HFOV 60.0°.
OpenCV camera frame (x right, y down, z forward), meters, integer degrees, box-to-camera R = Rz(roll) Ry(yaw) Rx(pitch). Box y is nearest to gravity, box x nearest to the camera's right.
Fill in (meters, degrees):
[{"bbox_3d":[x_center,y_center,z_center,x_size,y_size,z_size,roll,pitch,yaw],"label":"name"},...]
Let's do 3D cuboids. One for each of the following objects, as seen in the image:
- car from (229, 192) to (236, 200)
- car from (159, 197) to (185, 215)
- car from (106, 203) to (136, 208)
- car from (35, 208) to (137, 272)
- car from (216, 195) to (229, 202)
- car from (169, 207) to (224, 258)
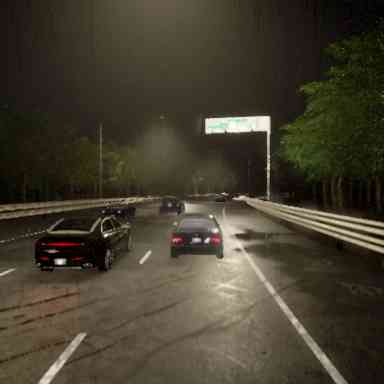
[{"bbox_3d":[10.089,1.448,91.480,1.994,1.385,4.181,0,0,12],"label":"car"},{"bbox_3d":[-1.943,1.319,33.870,2.097,1.767,4.553,0,0,5],"label":"car"},{"bbox_3d":[-5.992,1.559,27.652,1.895,1.301,4.718,0,0,4],"label":"car"},{"bbox_3d":[-3.240,1.490,10.794,1.837,1.490,4.892,0,0,2],"label":"car"},{"bbox_3d":[6.339,1.483,72.237,1.994,1.385,4.181,0,0,10],"label":"car"},{"bbox_3d":[0.225,1.539,12.792,2.033,1.411,5.357,0,0,2],"label":"car"}]
